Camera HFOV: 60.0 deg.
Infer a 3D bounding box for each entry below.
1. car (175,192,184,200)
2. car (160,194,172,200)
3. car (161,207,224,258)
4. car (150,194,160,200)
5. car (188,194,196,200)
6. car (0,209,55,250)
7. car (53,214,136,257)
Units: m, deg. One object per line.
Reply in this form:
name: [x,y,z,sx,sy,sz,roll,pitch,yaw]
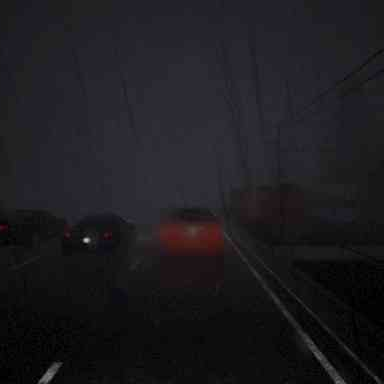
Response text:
car: [-3.525,1.291,91.042,2.097,1.767,4.553,0,0,0]
car: [-7.026,1.541,91.761,1.895,1.301,4.718,0,0,0]
car: [0.041,1.344,12.935,2.097,1.767,4.553,0,0,1]
car: [-10.526,1.496,92.047,1.994,1.385,4.181,0,0,0]
car: [-0.026,1.496,91.986,1.994,1.385,4.181,0,0,0]
car: [-6.950,1.469,14.219,1.882,1.535,5.008,0,0,0]
car: [-3.457,1.557,13.003,1.994,1.385,4.181,0,0,1]
